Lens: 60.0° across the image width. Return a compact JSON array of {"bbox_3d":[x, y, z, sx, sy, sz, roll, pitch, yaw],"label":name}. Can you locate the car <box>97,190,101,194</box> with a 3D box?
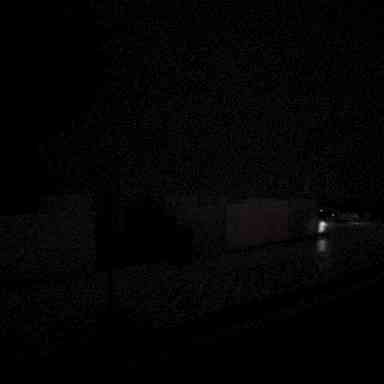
[{"bbox_3d":[-14.466,0.222,57.086,2.150,2.045,5.566,0,1,-36],"label":"car"}]

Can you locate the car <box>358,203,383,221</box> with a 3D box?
[{"bbox_3d":[12.598,1.123,20.214,1.812,1.442,4.674,0,1,-36],"label":"car"}]

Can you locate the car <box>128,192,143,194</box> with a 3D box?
[{"bbox_3d":[-8.380,0.685,48.765,2.033,1.411,5.357,0,1,-35],"label":"car"}]

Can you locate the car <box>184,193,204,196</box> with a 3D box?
[{"bbox_3d":[0.316,0.898,31.794,2.128,1.511,4.902,0,1,-36],"label":"car"}]

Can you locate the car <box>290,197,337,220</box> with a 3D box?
[{"bbox_3d":[7.247,1.085,22.150,1.812,1.442,4.674,0,1,-35],"label":"car"}]
